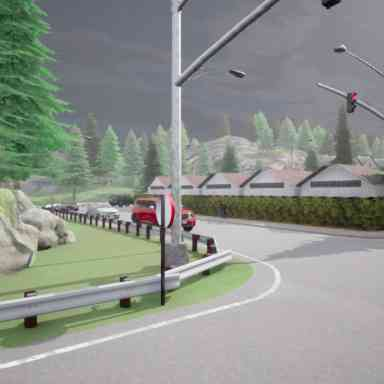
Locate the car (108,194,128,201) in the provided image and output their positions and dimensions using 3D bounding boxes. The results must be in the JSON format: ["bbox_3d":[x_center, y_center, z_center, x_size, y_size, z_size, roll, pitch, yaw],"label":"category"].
[{"bbox_3d":[-10.940,1.398,53.205,2.150,2.045,5.566,0,0,33],"label":"car"}]

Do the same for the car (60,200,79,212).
[{"bbox_3d":[-15.345,1.750,41.393,1.994,1.385,4.181,0,0,-24],"label":"car"}]

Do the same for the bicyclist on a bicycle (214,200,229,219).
[{"bbox_3d":[2.537,1.494,28.097,1.656,1.620,0.582,0,0,-35],"label":"bicyclist on a bicycle"}]

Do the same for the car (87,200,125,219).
[{"bbox_3d":[-8.186,1.717,30.376,1.812,1.442,4.674,0,0,-35],"label":"car"}]

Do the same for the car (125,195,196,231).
[{"bbox_3d":[-2.017,1.413,21.551,2.150,2.045,5.566,0,0,-35],"label":"car"}]
